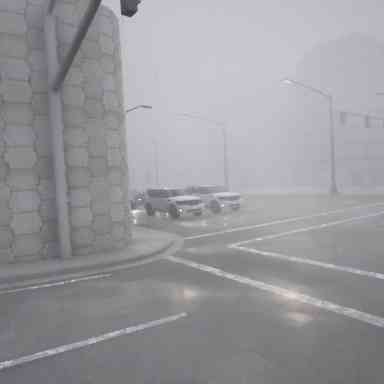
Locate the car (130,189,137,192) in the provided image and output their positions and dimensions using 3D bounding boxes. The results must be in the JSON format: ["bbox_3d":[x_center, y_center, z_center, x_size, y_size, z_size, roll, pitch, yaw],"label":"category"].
[{"bbox_3d":[-4.215,0.692,33.629,2.128,1.511,4.902,-5,3,-35],"label":"car"}]

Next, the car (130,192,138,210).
[{"bbox_3d":[-6.865,1.001,31.331,1.994,1.385,4.181,-5,3,-35],"label":"car"}]

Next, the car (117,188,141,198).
[{"bbox_3d":[-10.447,0.216,54.856,1.837,1.490,4.892,-5,3,-35],"label":"car"}]

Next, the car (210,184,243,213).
[{"bbox_3d":[1.401,0.425,25.654,2.150,2.045,5.566,-5,3,-35],"label":"car"}]

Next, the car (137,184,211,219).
[{"bbox_3d":[-1.444,0.661,23.630,2.150,2.045,5.566,-5,3,-35],"label":"car"}]
